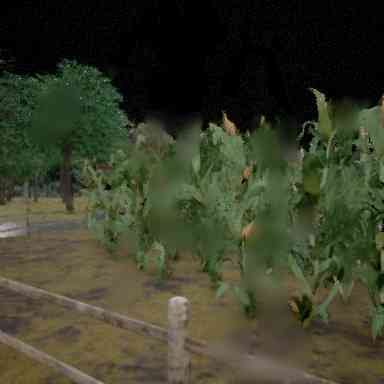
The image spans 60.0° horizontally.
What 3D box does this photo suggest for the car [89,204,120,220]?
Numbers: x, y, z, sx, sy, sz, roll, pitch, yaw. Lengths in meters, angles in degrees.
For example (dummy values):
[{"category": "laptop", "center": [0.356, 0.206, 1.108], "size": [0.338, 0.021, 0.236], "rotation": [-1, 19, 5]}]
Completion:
[{"category": "car", "center": [-7.499, 1.855, 31.606], "size": [1.812, 1.442, 4.674], "rotation": [-1, -2, 36]}]
